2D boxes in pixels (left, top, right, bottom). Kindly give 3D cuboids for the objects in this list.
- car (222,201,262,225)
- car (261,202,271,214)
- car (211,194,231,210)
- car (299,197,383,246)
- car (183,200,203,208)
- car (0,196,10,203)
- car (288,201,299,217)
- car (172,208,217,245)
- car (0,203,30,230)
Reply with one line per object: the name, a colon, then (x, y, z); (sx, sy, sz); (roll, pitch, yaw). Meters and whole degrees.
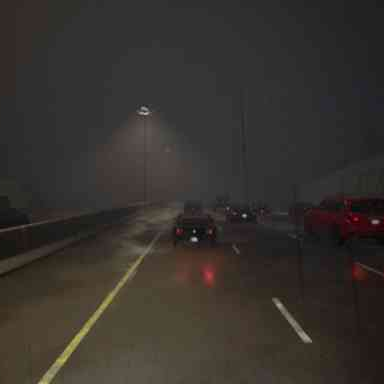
car: (3.602, 1.615, 24.868); (1.994, 1.385, 4.181); (0, 0, 0)
car: (7.100, 1.676, 35.924); (1.895, 1.301, 4.718); (0, 0, 0)
car: (3.599, 1.308, 40.944); (2.150, 2.045, 5.566); (0, 0, 0)
car: (7.100, 1.254, 15.555); (2.150, 2.045, 5.566); (0, 0, 0)
car: (0.101, 1.550, 35.059); (1.882, 1.535, 5.008); (0, 0, 0)
car: (-14.033, 1.268, 21.830); (2.150, 2.045, 5.566); (0, 0, 1)
car: (10.600, 1.592, 31.635); (1.812, 1.442, 4.674); (0, 0, 0)
car: (0.100, 1.634, 15.712); (1.895, 1.301, 4.718); (0, 0, 0)
car: (-10.563, 1.563, 18.045); (1.812, 1.442, 4.674); (0, 0, 0)
